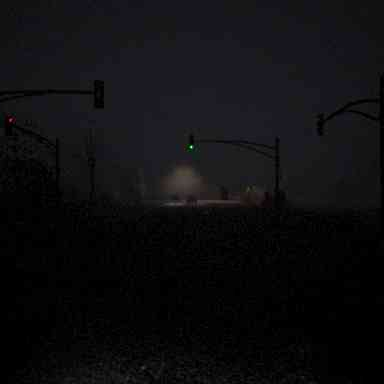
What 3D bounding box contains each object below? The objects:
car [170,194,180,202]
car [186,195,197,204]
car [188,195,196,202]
[{"bbox_3d":[-3.584,1.313,72.100,1.837,1.490,4.892,0,0,0],"label":"car"},{"bbox_3d":[-0.078,1.535,67.898,2.097,1.767,4.553,0,0,0],"label":"car"},{"bbox_3d":[-0.090,1.552,77.934,1.837,1.490,4.892,0,0,0],"label":"car"}]
